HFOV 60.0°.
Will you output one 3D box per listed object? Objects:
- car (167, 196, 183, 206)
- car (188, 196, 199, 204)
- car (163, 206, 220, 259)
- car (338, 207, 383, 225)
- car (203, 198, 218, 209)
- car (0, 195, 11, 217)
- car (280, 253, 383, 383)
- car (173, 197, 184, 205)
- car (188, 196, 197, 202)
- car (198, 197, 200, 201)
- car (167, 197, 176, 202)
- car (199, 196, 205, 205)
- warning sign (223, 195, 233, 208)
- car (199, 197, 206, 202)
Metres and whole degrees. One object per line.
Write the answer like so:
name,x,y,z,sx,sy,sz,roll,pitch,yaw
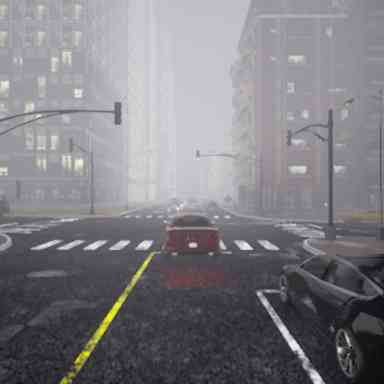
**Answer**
car,-2.959,1.750,54.450,1.812,1.442,4.674,0,0,0
car,0.146,1.642,69.828,2.097,1.767,4.553,0,0,0
car,-0.095,1.529,12.907,1.882,1.535,5.008,0,0,-3
car,14.699,1.941,27.543,4.829,1.417,1.752,1,-1,0
car,2.839,1.775,47.252,1.802,1.307,4.206,0,0,0
car,-17.638,1.134,27.336,5.009,1.841,2.192,1,-1,0
car,2.700,1.587,5.229,1.947,1.339,4.313,0,0,0
car,-2.854,1.816,70.031,2.128,1.511,4.902,0,0,0
car,0.167,1.713,79.859,2.033,1.411,5.357,0,0,0
car,2.828,1.826,65.817,2.008,1.369,4.403,0,0,0
car,-5.505,1.933,88.429,2.008,1.369,4.403,0,0,0
car,2.816,1.801,60.169,2.008,1.369,4.403,0,0,0
warning sign,5.163,1.308,47.364,1.300,1.860,1.060,0,0,0
car,2.887,1.991,94.060,1.802,1.307,4.206,0,0,0
